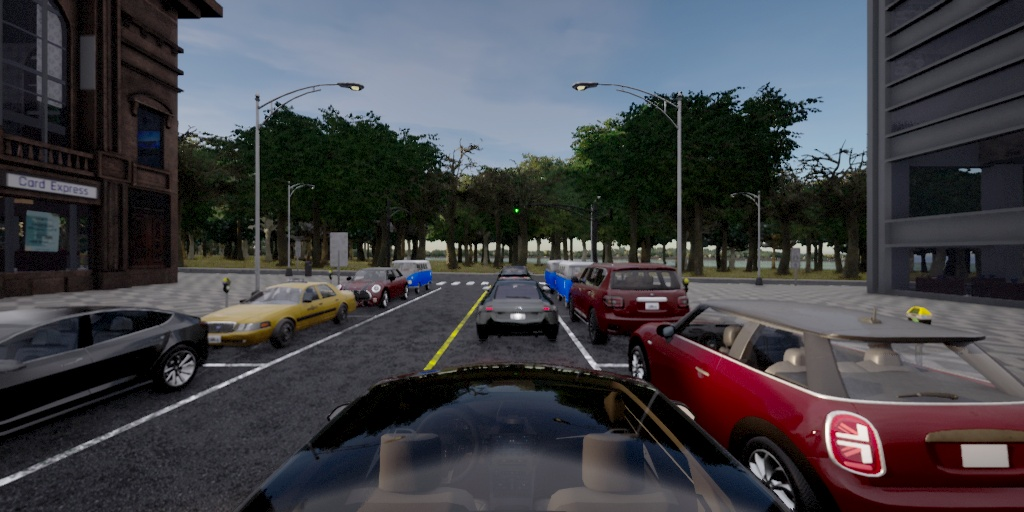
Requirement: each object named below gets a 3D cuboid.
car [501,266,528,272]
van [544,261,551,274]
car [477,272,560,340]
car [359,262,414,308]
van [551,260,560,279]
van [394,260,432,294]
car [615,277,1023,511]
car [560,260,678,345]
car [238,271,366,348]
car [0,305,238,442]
[{"bbox_3d":[0.137,1.273,19.845,2.128,1.511,4.902,0,0,0],"label":"car"},{"bbox_3d":[2.796,1.123,20.345,1.690,1.789,3.998,0,0,0],"label":"van"},{"bbox_3d":[0.120,1.328,10.052,1.994,1.385,4.181,0,0,0],"label":"car"},{"bbox_3d":[-5.740,1.212,14.923,1.967,1.591,4.097,0,0,0],"label":"car"},{"bbox_3d":[2.786,1.113,14.907,1.690,1.789,3.998,0,0,0],"label":"van"},{"bbox_3d":[-5.730,1.122,20.361,1.690,1.789,3.998,0,0,0],"label":"van"},{"bbox_3d":[2.766,1.194,4.032,1.967,1.591,4.097,0,0,0],"label":"car"},{"bbox_3d":[2.776,1.078,9.470,2.192,1.841,5.009,0,0,0],"label":"car"},{"bbox_3d":[-5.750,1.288,9.316,1.751,1.417,4.829,0,0,0],"label":"car"},{"bbox_3d":[-5.760,1.319,4.048,1.948,1.339,4.313,0,0,0],"label":"car"}]
